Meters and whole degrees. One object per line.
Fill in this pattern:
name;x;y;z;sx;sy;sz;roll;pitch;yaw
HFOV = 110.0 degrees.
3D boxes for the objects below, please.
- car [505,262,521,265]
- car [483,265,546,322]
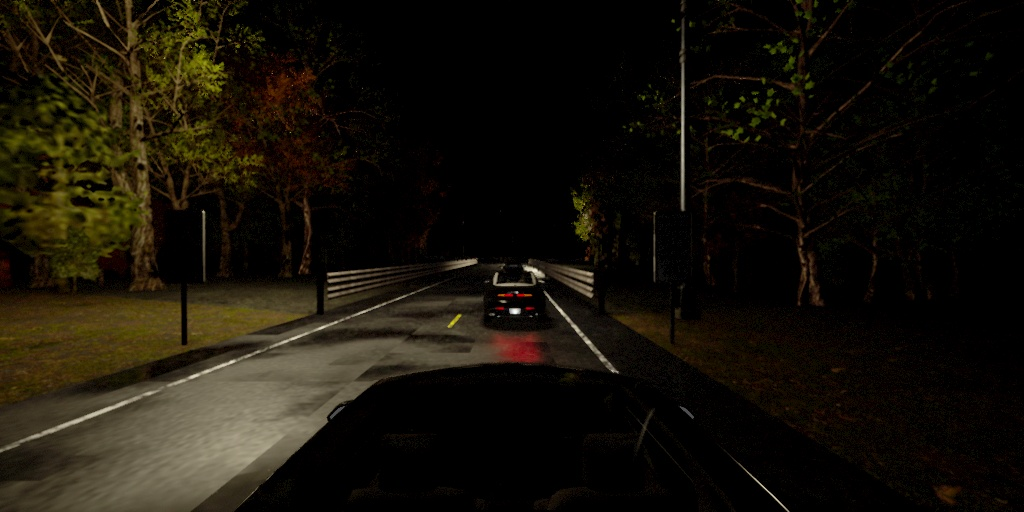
car;0.100;1.234;29.541;2.033;1.411;5.357;0;0;0
car;0.080;1.232;12.208;1.837;1.490;4.892;0;0;0
